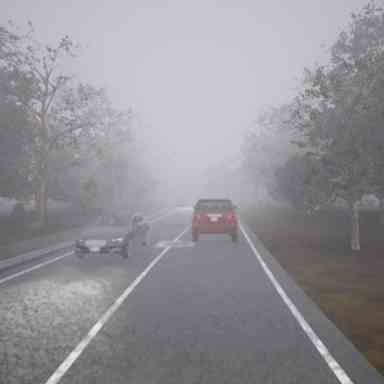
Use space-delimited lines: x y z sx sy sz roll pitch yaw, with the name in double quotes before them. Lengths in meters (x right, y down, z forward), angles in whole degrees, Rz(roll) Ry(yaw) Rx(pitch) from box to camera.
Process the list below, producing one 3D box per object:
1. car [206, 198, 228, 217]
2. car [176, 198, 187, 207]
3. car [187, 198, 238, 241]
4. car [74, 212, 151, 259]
"car" 2.475 1.522 34.254 2.097 1.767 4.553 0 0 3
"car" -1.642 1.751 55.532 2.128 1.511 4.902 1 0 -5
"car" 1.178 1.300 17.353 2.150 2.045 5.566 0 0 4
"car" -2.896 1.563 13.002 2.128 1.511 4.902 0 0 5
